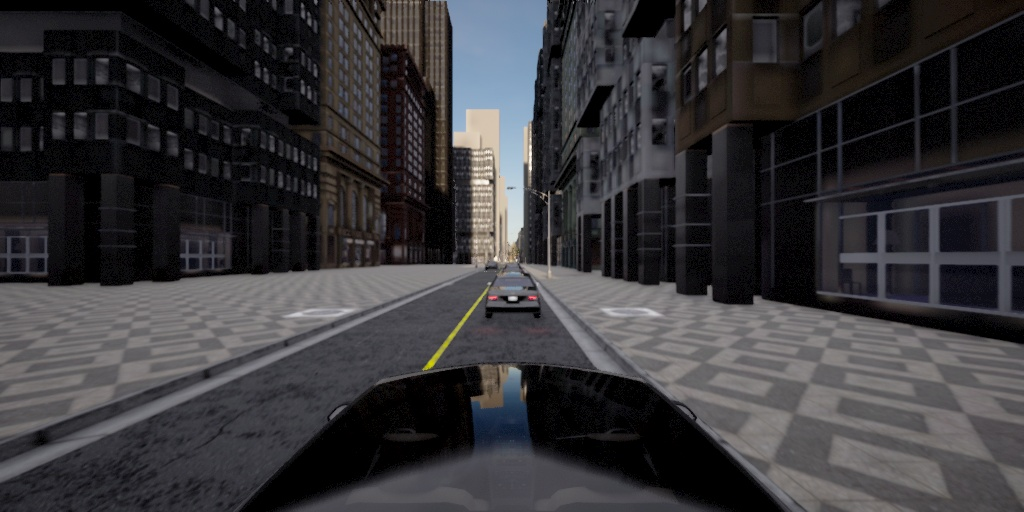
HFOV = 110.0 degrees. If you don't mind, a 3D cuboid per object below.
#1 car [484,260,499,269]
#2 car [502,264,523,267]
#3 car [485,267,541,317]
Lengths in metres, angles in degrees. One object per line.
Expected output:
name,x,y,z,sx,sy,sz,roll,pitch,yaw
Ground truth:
car,-3.076,1.433,54.561,1.837,1.490,4.892,0,0,0
car,0.076,1.367,32.459,1.994,1.385,4.181,0,0,0
car,0.045,1.304,13.102,2.033,1.411,5.357,0,0,0
